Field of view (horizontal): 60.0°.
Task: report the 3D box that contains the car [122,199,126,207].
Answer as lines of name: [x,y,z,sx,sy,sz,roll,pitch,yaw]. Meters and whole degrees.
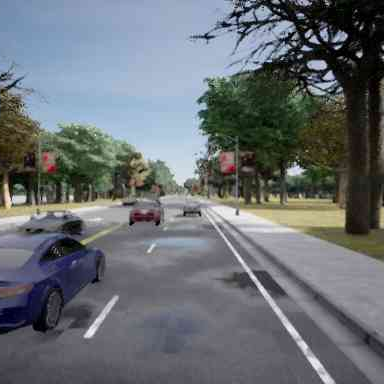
car: [-10.039,1.649,53.831,1.882,1.535,5.008,0,0,0]

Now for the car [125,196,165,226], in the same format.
car: [-3.186,1.401,24.240,2.097,1.767,4.553,0,0,0]

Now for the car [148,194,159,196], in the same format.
car: [-6.806,1.408,58.313,2.150,2.045,5.566,0,0,0]

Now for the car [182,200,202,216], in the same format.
car: [0.018,1.629,33.402,2.033,1.411,5.357,0,0,0]

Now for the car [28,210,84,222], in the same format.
car: [-6.611,1.590,15.947,1.994,1.385,4.181,0,0,0]

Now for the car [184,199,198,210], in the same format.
car: [-0.139,1.739,46.867,1.895,1.301,4.718,0,0,0]

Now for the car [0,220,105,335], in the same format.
car: [-3.152,1.534,6.708,1.812,1.442,4.674,0,0,0]
